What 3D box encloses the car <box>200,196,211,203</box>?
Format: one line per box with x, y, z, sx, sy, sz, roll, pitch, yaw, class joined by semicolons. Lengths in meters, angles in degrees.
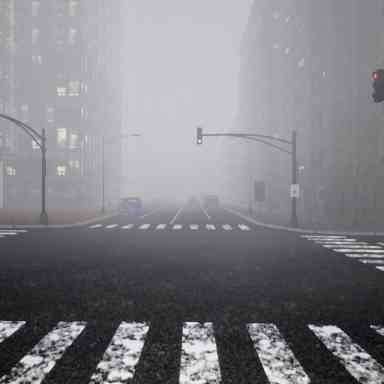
2.744;1.611;69.416;2.008;1.369;4.403;0;0;0;car

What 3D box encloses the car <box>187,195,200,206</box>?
0.144;1.572;56.956;1.812;1.442;4.674;0;0;0;car

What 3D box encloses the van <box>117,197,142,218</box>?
-5.666;1.361;30.565;1.690;1.788;3.998;0;0;0;van

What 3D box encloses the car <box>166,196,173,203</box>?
-5.637;1.500;69.422;1.967;1.590;4.097;0;0;0;car

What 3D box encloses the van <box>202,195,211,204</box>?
2.739;1.395;63.866;1.690;1.788;3.998;0;0;0;van

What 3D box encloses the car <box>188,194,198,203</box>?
0.155;1.412;70.092;2.097;1.767;4.553;0;0;0;car

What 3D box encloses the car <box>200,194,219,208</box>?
2.727;1.351;47.213;2.192;1.841;5.009;0;0;0;car

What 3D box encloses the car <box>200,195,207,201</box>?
3.071;1.594;90.132;1.837;1.490;4.892;0;0;0;car

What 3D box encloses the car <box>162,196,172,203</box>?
-5.633;1.593;74.802;1.752;1.417;4.829;0;0;0;car

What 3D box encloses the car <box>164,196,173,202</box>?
-5.628;1.626;80.524;2.008;1.369;4.403;0;0;0;car

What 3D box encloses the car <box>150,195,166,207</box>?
-5.649;1.566;52.599;1.752;1.417;4.829;0;0;0;car

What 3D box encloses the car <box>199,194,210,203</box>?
2.748;1.382;74.967;2.192;1.841;5.009;0;0;0;car
